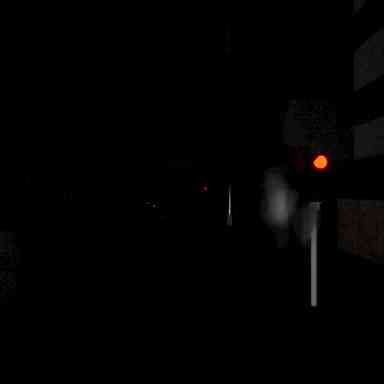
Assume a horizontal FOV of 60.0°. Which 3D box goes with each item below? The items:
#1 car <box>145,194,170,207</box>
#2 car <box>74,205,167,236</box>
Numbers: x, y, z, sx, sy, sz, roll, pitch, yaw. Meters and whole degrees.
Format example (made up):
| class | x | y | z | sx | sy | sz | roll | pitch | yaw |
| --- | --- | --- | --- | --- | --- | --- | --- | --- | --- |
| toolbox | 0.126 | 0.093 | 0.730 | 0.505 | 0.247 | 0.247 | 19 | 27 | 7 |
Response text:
| class | x | y | z | sx | sy | sz | roll | pitch | yaw |
| --- | --- | --- | --- | --- | --- | --- | --- | --- | --- |
| car | -4.154 | 1.221 | 39.647 | 2.150 | 2.045 | 5.566 | 0 | 0 | 0 |
| car | -3.930 | 1.601 | 18.175 | 4.718 | 1.301 | 1.895 | 0 | 0 | -20 |
